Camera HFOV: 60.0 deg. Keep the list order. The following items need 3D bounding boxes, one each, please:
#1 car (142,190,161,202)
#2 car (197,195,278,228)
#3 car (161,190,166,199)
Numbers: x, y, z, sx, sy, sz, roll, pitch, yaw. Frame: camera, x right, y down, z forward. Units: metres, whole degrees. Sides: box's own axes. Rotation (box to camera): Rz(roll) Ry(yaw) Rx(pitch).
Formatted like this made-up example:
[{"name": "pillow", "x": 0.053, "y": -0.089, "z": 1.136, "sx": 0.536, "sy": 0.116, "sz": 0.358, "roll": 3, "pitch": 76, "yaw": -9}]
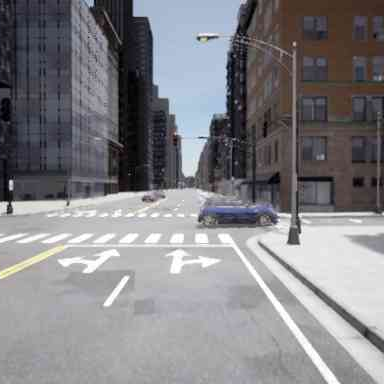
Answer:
[{"name": "car", "x": -6.534, "y": 0.821, "z": 51.300, "sx": 2.033, "sy": 1.411, "sz": 5.357, "roll": 0, "pitch": 1, "yaw": 1}, {"name": "car", "x": 2.550, "y": 1.046, "z": 19.020, "sx": 4.553, "sy": 1.767, "sz": 2.097, "roll": -1, "pitch": 1, "yaw": 1}, {"name": "car", "x": -6.484, "y": 0.403, "z": 66.957, "sx": 2.097, "sy": 1.767, "sz": 4.553, "roll": 0, "pitch": 1, "yaw": 0}]
